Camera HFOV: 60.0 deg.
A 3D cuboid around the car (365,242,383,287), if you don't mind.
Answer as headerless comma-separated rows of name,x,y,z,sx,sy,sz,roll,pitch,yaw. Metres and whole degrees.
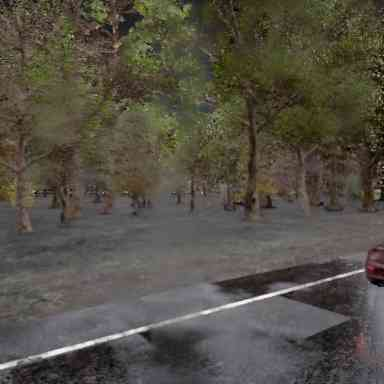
car,5.965,1.518,8.002,4.674,1.442,1.812,0,0,-35
